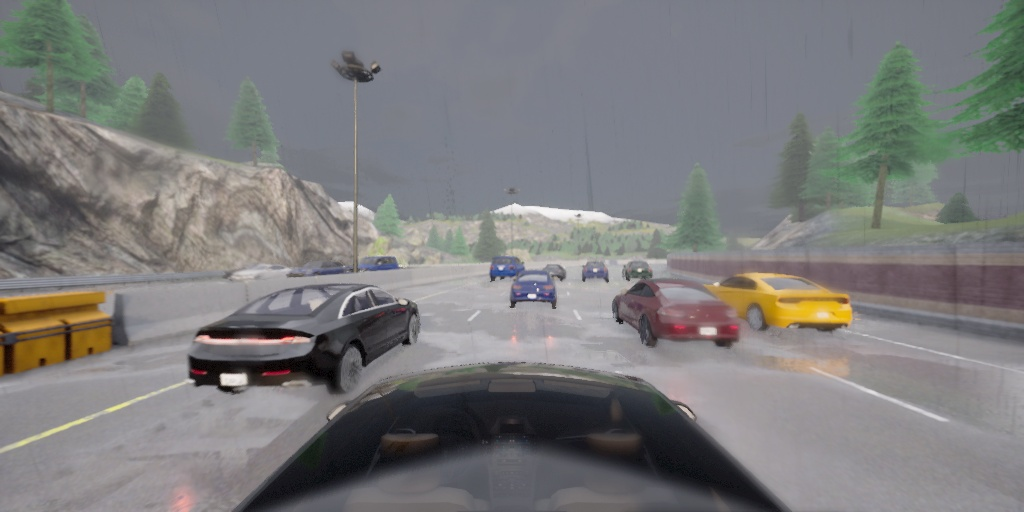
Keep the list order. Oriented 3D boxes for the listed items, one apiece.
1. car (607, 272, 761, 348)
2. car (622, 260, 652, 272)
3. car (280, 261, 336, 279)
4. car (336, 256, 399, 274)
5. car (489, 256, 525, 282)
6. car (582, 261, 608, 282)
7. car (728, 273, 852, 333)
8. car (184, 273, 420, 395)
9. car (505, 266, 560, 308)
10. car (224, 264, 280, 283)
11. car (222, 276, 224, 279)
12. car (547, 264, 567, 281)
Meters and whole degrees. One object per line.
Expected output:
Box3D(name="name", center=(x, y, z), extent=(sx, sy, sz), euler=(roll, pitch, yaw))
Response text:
Box3D(name="car", center=(3.941, 1.302, 9.251), extent=(1.812, 1.442, 4.674), euler=(0, 0, 3))
Box3D(name="car", center=(10.752, 1.199, 30.943), extent=(2.097, 1.767, 4.553), euler=(0, 0, 13))
Box3D(name="car", center=(-15.073, 1.161, 27.832), extent=(2.097, 1.767, 4.553), euler=(0, 0, 10))
Box3D(name="car", center=(-11.305, 1.039, 29.239), extent=(2.150, 2.045, 5.566), euler=(0, 0, 11))
Box3D(name="car", center=(-0.279, 1.053, 29.836), extent=(2.150, 2.045, 5.566), euler=(0, 0, 12))
Box3D(name="car", center=(7.118, 1.194, 30.746), extent=(2.097, 1.767, 4.553), euler=(0, 0, 12))
Box3D(name="car", center=(7.586, 1.263, 10.999), extent=(1.882, 1.535, 5.008), euler=(0, 0, 4))
Box3D(name="car", center=(-3.179, 1.252, 6.655), extent=(2.128, 1.511, 4.902), euler=(0, 0, 2))
Box3D(name="car", center=(0.989, 1.317, 15.456), extent=(1.812, 1.442, 4.674), euler=(0, 0, 6))
Box3D(name="car", center=(-18.723, 1.329, 27.318), extent=(1.812, 1.442, 4.674), euler=(0, 0, 10))
Box3D(name="car", center=(-21.688, 1.358, 30.857), extent=(2.033, 1.411, 5.357), euler=(0, 0, 11))
Box3D(name="car", center=(3.715, 1.405, 31.560), extent=(1.994, 1.385, 4.181), euler=(0, 0, 13))
